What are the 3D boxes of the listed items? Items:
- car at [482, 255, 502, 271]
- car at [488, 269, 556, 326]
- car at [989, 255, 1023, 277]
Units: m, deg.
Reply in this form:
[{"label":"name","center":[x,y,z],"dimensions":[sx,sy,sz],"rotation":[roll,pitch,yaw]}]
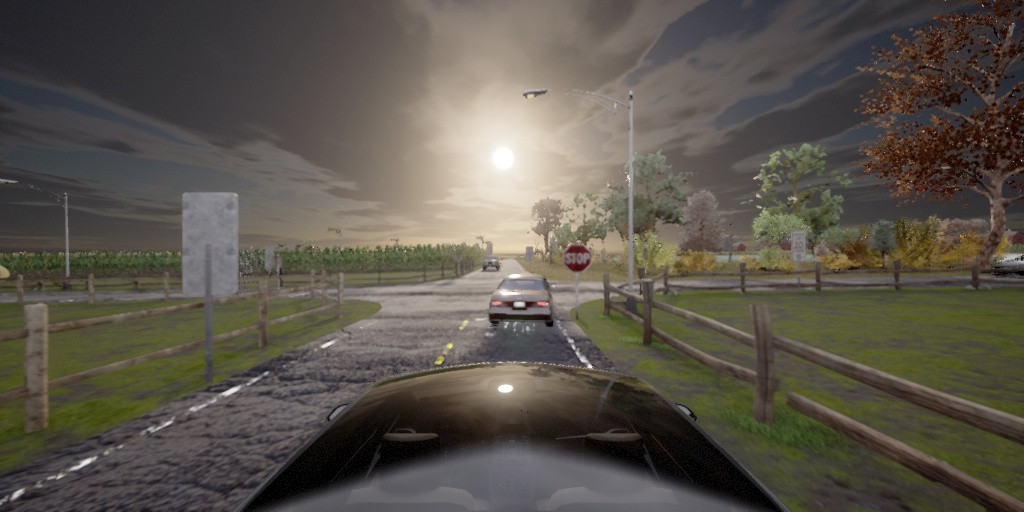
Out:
[{"label":"car","center":[-2.866,0.911,49.599],"dimensions":[2.150,2.045,5.566],"rotation":[0,0,0]},{"label":"car","center":[0.427,1.278,11.642],"dimensions":[2.033,1.411,5.357],"rotation":[0,0,5]},{"label":"car","center":[33.164,0.610,22.465],"dimensions":[4.892,1.490,1.837],"rotation":[-1,0,1]}]
